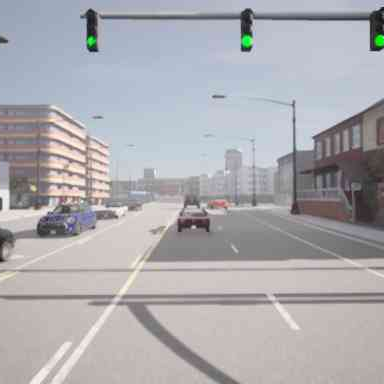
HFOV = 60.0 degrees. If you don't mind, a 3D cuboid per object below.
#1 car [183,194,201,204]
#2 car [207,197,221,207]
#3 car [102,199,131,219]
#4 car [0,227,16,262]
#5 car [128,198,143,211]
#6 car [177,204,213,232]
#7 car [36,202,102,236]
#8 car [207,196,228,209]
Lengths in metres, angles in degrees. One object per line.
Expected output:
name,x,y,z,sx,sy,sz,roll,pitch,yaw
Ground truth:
car,0.001,1.231,44.928,2.150,2.045,5.566,0,0,0
car,3.490,1.665,53.890,1.882,1.535,5.008,0,-2,0
car,-7.007,1.600,29.324,1.895,1.301,4.718,0,1,0
car,-7.090,1.640,9.908,1.812,1.442,4.674,0,0,0
car,-7.009,1.484,39.636,1.837,1.490,4.892,0,0,0
car,0.094,1.663,20.921,1.895,1.301,4.718,0,0,0
car,-7.049,1.451,19.167,2.097,1.767,4.553,0,0,1
car,3.490,1.334,43.851,2.097,1.767,4.553,0,-1,0
